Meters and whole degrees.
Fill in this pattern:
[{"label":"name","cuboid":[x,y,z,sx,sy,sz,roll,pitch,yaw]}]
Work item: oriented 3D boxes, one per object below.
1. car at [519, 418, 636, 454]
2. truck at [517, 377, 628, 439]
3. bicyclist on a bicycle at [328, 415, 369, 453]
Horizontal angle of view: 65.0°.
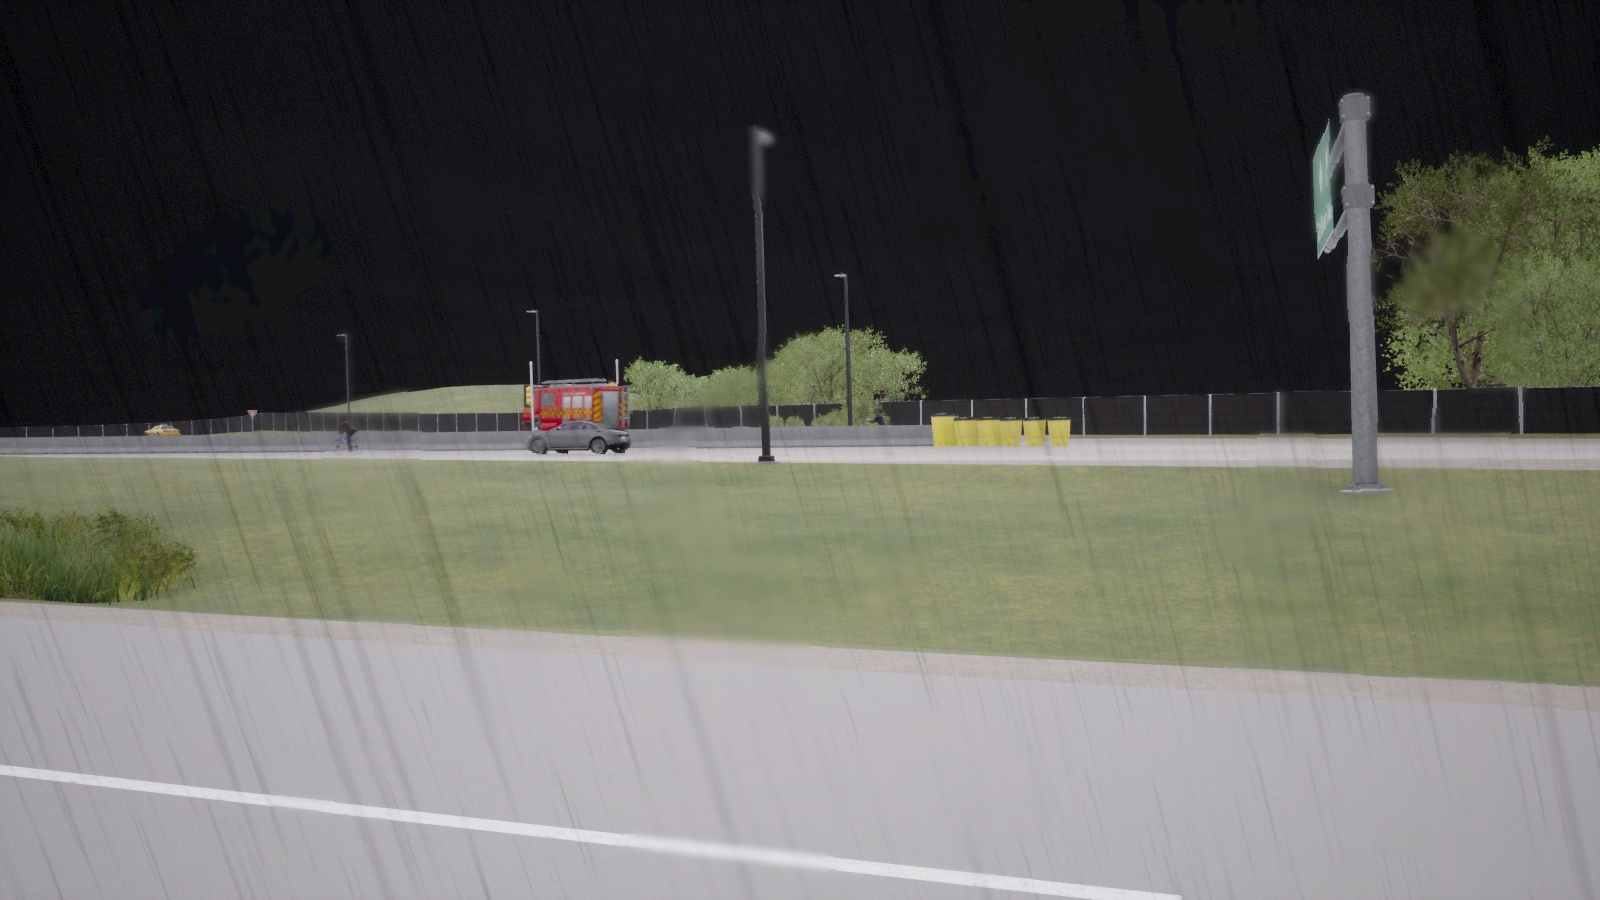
[{"label":"car","cuboid":[-8.967,-0.567,50.628,4.181,1.385,1.994,0,1,19]},{"label":"truck","cuboid":[-14.856,-2.716,81.580,2.891,3.827,8.468,-2,2,-44]},{"label":"bicyclist on a bicycle","cuboid":[-19.545,-0.699,54.313,1.656,1.620,0.582,0,1,19]}]
